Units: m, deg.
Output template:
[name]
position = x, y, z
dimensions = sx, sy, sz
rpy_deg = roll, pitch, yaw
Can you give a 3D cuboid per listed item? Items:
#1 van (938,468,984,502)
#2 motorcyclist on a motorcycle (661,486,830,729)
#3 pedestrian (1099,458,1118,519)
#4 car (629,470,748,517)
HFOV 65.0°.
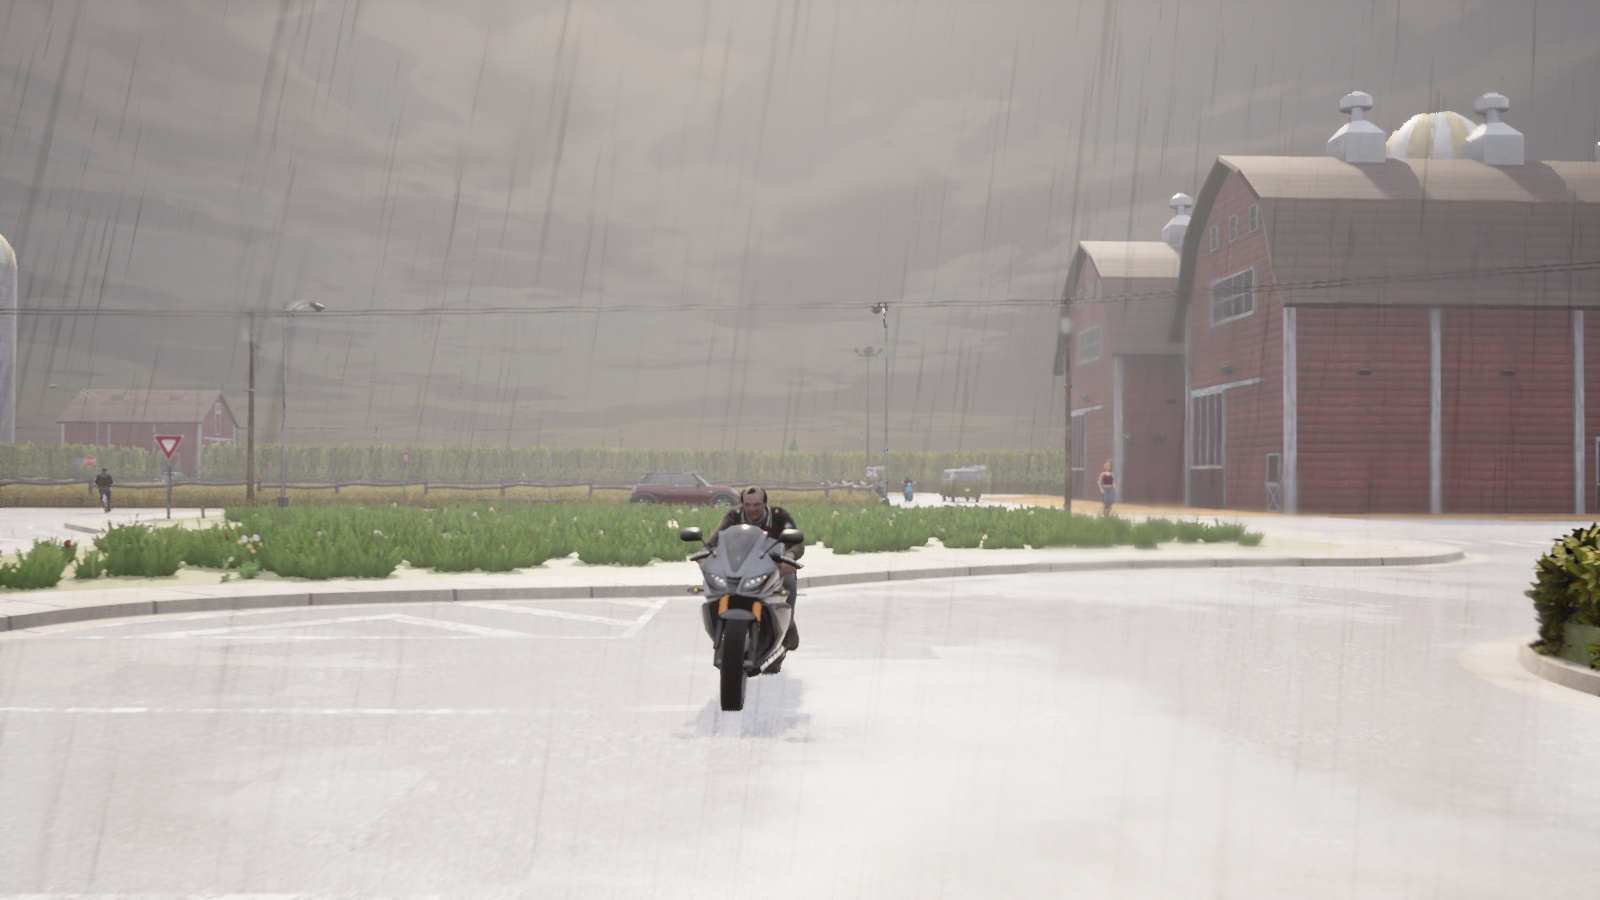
[van]
position = 9.695, 2.082, 75.887
dimensions = 1.775, 1.987, 4.442
rpy_deg = 0, -1, -5
[motorcyclist on a motorcycle]
position = -0.330, 1.045, 9.217
dimensions = 0.866, 1.530, 2.191
rpy_deg = 0, -1, 7
[pedestrian]
position = 9.407, 1.179, 38.300
dimensions = 0.345, 1.836, 0.594
rpy_deg = 0, -1, -9
[car]
position = -4.339, 1.700, 49.378
dimensions = 4.553, 1.767, 2.097
rpy_deg = 0, -1, -2
